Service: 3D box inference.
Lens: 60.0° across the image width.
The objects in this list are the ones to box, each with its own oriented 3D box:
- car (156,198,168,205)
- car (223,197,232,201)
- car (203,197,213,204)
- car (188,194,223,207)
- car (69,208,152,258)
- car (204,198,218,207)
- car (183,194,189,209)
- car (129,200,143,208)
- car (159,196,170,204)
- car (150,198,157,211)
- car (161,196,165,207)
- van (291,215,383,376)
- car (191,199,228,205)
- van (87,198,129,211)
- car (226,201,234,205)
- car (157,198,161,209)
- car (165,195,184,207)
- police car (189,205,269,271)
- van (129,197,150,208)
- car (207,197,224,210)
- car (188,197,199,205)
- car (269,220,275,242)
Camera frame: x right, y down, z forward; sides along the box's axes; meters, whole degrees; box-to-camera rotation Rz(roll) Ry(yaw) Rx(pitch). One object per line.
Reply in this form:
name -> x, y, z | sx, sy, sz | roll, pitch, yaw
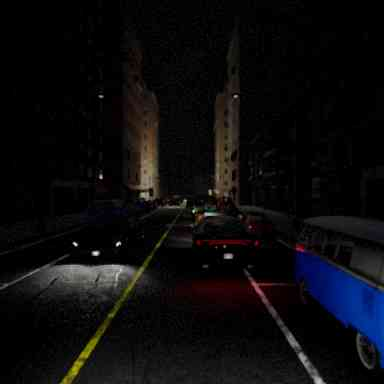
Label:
car -> -5.413, 1.695, 60.349 | 1.802, 1.307, 4.206 | 0, 0, 0
car -> 2.994, 1.372, 32.806 | 2.192, 1.841, 5.009 | 0, 0, 0
car -> 3.136, 1.691, 65.814 | 1.947, 1.339, 4.313 | 0, 0, 0
car -> 1.013, 1.271, 27.017 | 2.150, 2.045, 5.566 | 0, 0, 0
car -> -3.043, 1.569, 13.182 | 2.033, 1.411, 5.357 | 0, 0, 0
car -> 3.088, 1.652, 54.811 | 2.008, 1.369, 4.403 | 0, 0, 0
car -> 0.213, 1.438, 47.541 | 2.097, 1.767, 4.553 | 0, 0, 1
car -> -5.555, 1.598, 27.341 | 2.008, 1.369, 4.403 | 0, 0, 0
car -> -5.390, 1.565, 65.851 | 1.967, 1.590, 4.097 | 0, 0, 0
car -> -5.507, 1.633, 38.344 | 1.947, 1.339, 4.313 | 0, 0, 0
car -> -5.437, 1.667, 54.848 | 1.947, 1.339, 4.313 | 0, 0, 0
van -> 2.876, 1.350, 5.300 | 1.690, 1.788, 3.998 | 0, 0, 0
car -> 0.988, 1.491, 21.176 | 1.801, 1.575, 5.366 | 0, 0, 0
van -> -5.579, 1.378, 21.841 | 1.690, 1.788, 3.998 | 0, 0, 0
car -> 2.971, 1.629, 27.304 | 1.802, 1.307, 4.206 | 0, 0, 0
car -> -5.484, 1.660, 43.845 | 1.802, 1.307, 4.206 | 0, 0, 0
car -> -2.837, 1.649, 54.809 | 2.033, 1.411, 5.357 | 0, 0, 1
police car -> 0.945, 1.444, 11.096 | 1.930, 1.638, 5.238 | 0, 0, 0
van -> -5.531, 1.398, 32.843 | 1.690, 1.788, 3.998 | 0, 0, 0
car -> 3.041, 1.519, 43.809 | 1.967, 1.590, 4.097 | 0, 0, 0
car -> 0.261, 1.679, 61.330 | 1.994, 1.385, 4.181 | 0, 0, 0
car -> 2.923, 1.610, 16.302 | 1.802, 1.307, 4.206 | 0, 0, 0
